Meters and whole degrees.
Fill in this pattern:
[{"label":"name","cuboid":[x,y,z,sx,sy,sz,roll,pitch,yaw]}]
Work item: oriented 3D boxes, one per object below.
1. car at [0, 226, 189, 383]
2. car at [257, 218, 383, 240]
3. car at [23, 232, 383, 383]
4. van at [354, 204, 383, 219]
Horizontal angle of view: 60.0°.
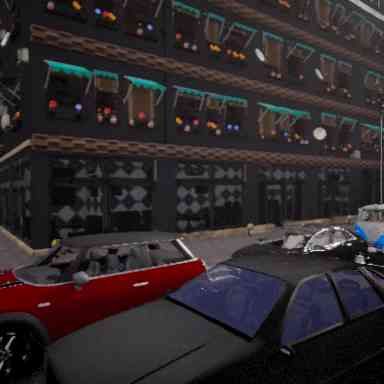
[{"label":"car","cuboid":[-1.688,1.436,5.329,4.097,1.590,1.967,0,-1,-36]},{"label":"car","cuboid":[2.872,1.531,8.583,4.403,1.369,2.008,0,-1,-36]},{"label":"car","cuboid":[1.073,1.539,4.112,5.357,1.411,2.033,0,0,-35]},{"label":"van","cuboid":[7.430,1.307,11.839,3.998,1.788,1.690,0,-1,-36]}]
